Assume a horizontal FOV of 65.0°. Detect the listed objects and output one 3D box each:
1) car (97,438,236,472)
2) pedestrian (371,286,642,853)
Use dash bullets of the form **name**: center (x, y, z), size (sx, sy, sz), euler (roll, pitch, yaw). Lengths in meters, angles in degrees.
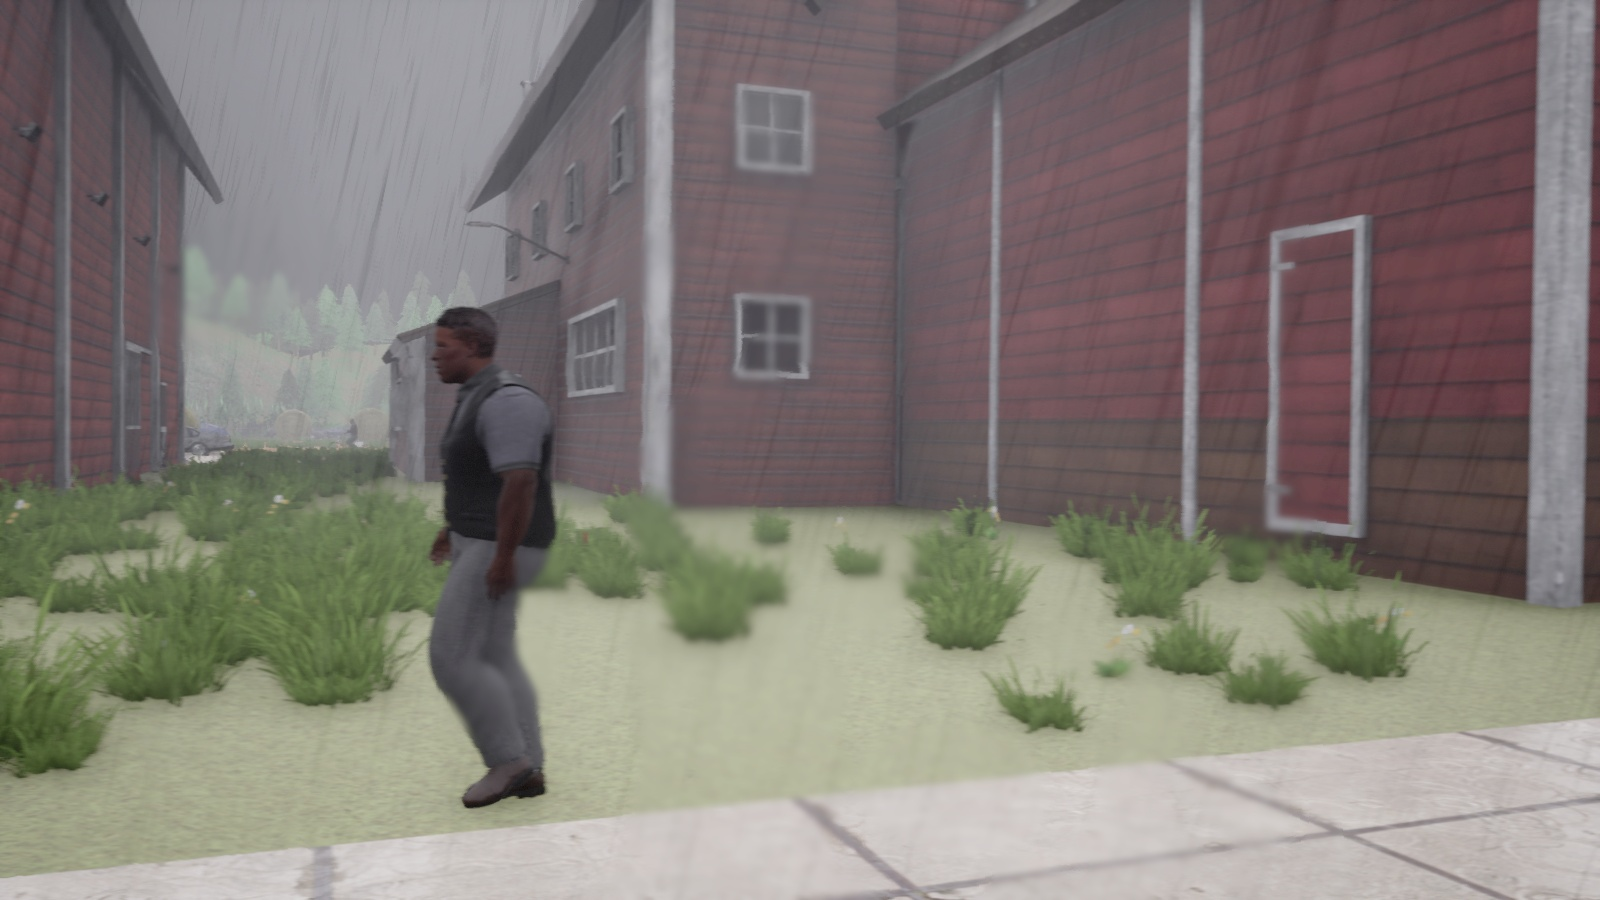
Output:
- **car**: center (-28.182, 0.208, 56.069), size (5.357, 1.411, 2.033), euler (-1, 1, -20)
- **pedestrian**: center (-1.080, 0.388, 4.588), size (0.849, 1.883, 0.563), euler (-1, 1, -23)
